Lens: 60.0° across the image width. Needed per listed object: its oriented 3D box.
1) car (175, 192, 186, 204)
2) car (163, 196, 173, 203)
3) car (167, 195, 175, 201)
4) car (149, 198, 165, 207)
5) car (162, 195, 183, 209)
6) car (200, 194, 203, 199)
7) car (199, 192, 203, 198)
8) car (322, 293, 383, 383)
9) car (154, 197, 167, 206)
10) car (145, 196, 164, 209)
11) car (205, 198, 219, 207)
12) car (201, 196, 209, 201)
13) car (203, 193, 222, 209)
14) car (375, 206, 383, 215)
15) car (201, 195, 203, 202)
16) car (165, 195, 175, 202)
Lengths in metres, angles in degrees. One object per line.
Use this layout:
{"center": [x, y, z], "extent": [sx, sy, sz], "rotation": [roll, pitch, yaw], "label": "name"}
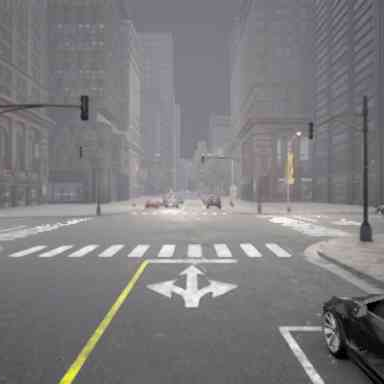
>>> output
{"center": [-2.664, 1.420, 63.201], "extent": [2.097, 1.767, 4.553], "rotation": [0, 0, 1], "label": "car"}
{"center": [-5.326, 1.631, 74.181], "extent": [1.802, 1.307, 4.206], "rotation": [1, 0, 0], "label": "car"}
{"center": [-5.256, 1.542, 85.092], "extent": [1.752, 1.417, 4.829], "rotation": [1, 0, 0], "label": "car"}
{"center": [-5.468, 1.624, 52.019], "extent": [2.008, 1.369, 4.403], "rotation": [0, 0, 0], "label": "car"}
{"center": [-2.822, 1.563, 46.791], "extent": [2.128, 1.511, 4.902], "rotation": [0, 0, 1], "label": "car"}
{"center": [3.165, 1.585, 68.760], "extent": [1.752, 1.417, 4.829], "rotation": [1, 0, 0], "label": "car"}
{"center": [3.236, 1.474, 79.672], "extent": [1.967, 1.590, 4.097], "rotation": [1, 0, 0], "label": "car"}
{"center": [2.766, 1.576, 3.107], "extent": [1.947, 1.339, 4.313], "rotation": [0, 0, 0], "label": "car"}
{"center": [-5.433, 1.617, 57.559], "extent": [1.887, 1.381, 4.507], "rotation": [0, 0, 0], "label": "car"}
{"center": [-5.503, 1.617, 46.479], "extent": [1.887, 1.381, 4.507], "rotation": [0, 0, 0], "label": "car"}
{"center": [3.057, 1.617, 51.967], "extent": [1.887, 1.381, 4.507], "rotation": [0, 0, 0], "label": "car"}
{"center": [3.270, 1.598, 85.213], "extent": [1.802, 1.307, 4.206], "rotation": [1, 0, 0], "label": "car"}
{"center": [3.023, 1.387, 46.427], "extent": [2.192, 1.841, 5.009], "rotation": [0, 0, 0], "label": "car"}
{"center": [19.156, 1.361, 29.254], "extent": [5.357, 1.411, 2.033], "rotation": [-1, 0, 0], "label": "car"}
{"center": [3.128, 1.633, 63.048], "extent": [1.947, 1.339, 4.313], "rotation": [1, 0, 0], "label": "car"}
{"center": [-5.290, 1.475, 79.721], "extent": [1.967, 1.590, 4.097], "rotation": [1, 0, 0], "label": "car"}
